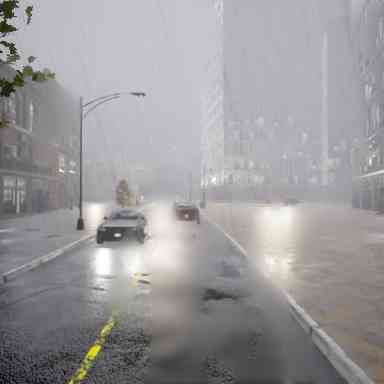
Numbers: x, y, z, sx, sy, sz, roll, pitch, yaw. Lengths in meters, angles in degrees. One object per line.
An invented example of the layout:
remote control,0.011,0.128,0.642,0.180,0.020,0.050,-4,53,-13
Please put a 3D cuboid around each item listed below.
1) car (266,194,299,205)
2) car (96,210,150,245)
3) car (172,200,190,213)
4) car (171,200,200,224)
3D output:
car,13.957,1.201,51.535,5.009,1.841,2.192,0,-1,15
car,-3.082,1.565,15.533,1.994,1.385,4.181,0,0,-2
car,-1.337,1.606,38.644,1.895,1.301,4.718,0,0,-4
car,-0.489,1.482,24.662,1.882,1.535,5.008,0,-1,-3
